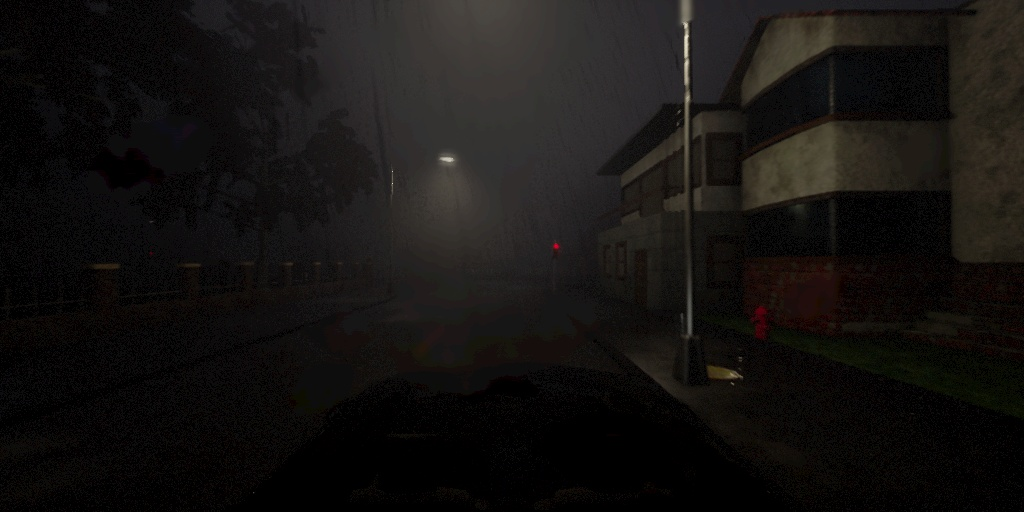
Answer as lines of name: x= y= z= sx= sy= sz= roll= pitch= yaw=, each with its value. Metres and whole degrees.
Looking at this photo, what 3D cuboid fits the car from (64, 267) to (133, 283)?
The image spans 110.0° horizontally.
car: x=-36.740 y=1.672 z=31.912 sx=4.892 sy=1.490 sz=1.837 roll=0 pitch=-1 yaw=1
